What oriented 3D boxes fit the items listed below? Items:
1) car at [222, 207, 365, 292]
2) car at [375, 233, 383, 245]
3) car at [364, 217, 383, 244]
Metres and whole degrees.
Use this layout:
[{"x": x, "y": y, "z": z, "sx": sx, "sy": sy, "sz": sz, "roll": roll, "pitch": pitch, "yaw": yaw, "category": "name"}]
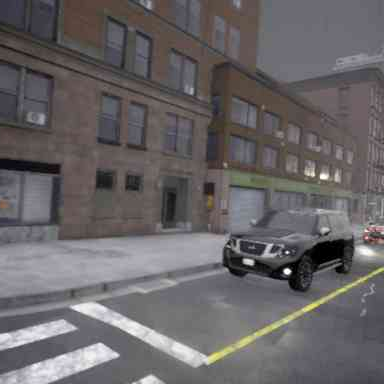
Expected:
[{"x": 3.253, "y": 1.512, "z": 10.286, "sx": 2.150, "sy": 2.045, "sz": 5.566, "roll": 3, "pitch": -1, "yaw": 42, "category": "car"}, {"x": 7.735, "y": 2.136, "z": 10.685, "sx": 2.033, "sy": 1.411, "sz": 5.357, "roll": 3, "pitch": -1, "yaw": 42, "category": "car"}, {"x": 12.045, "y": 2.297, "z": 20.179, "sx": 2.097, "sy": 1.767, "sz": 4.553, "roll": 3, "pitch": -1, "yaw": 42, "category": "car"}]
